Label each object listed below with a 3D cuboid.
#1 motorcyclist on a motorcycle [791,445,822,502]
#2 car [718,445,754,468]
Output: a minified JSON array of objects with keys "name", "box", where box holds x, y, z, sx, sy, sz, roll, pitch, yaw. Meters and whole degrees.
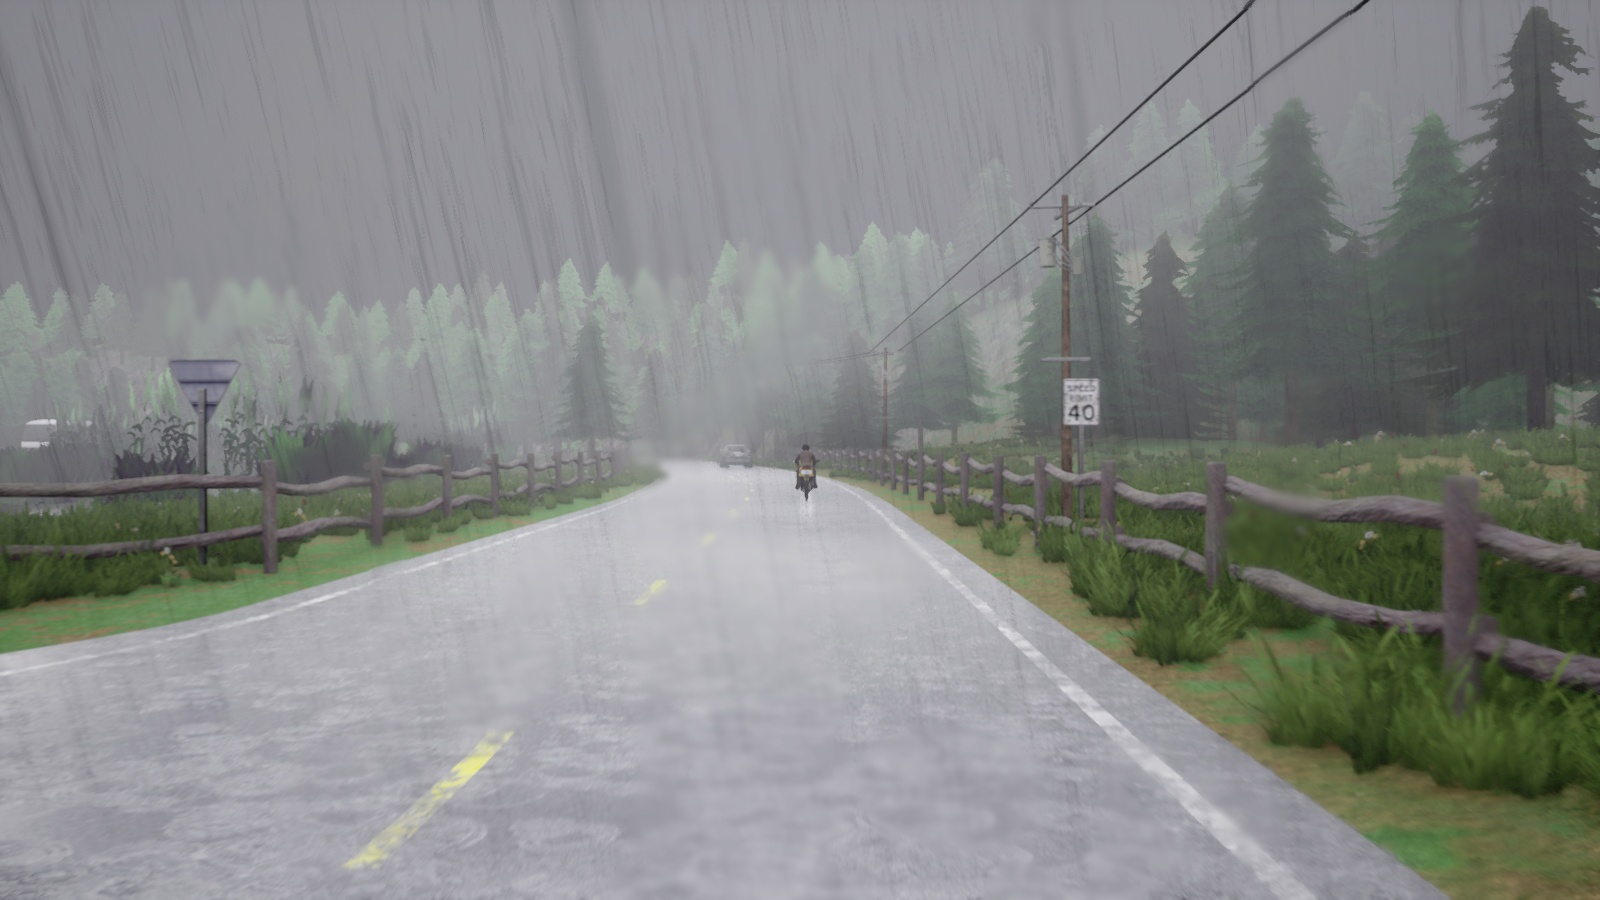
[{"name":"motorcyclist on a motorcycle","box":[0.162,0.616,34.217,0.797,1.523,2.044,0,0,0]},{"name":"car","box":[-4.363,0.436,84.888,1.970,1.475,3.806,0,0,-9]}]
